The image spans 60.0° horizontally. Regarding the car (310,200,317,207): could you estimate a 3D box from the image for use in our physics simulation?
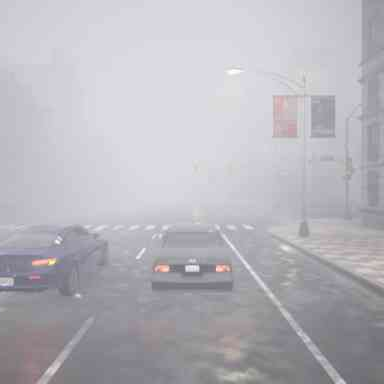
[{"bbox_3d":[19.009,1.437,46.241,4.892,1.490,1.837,0,0,0],"label":"car"}]

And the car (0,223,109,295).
[{"bbox_3d":[-3.496,1.513,8.535,1.812,1.442,4.674,0,0,0],"label":"car"}]

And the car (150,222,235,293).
[{"bbox_3d":[0.002,1.534,8.986,2.033,1.411,5.357,0,0,0],"label":"car"}]

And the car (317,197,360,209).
[{"bbox_3d":[19.033,1.464,42.749,4.674,1.442,1.812,0,0,0],"label":"car"}]
